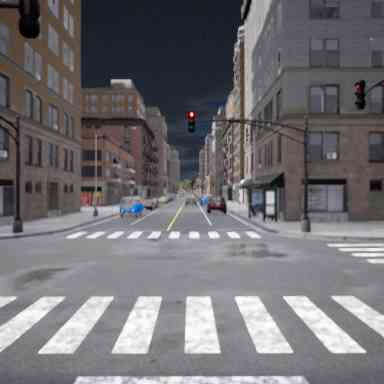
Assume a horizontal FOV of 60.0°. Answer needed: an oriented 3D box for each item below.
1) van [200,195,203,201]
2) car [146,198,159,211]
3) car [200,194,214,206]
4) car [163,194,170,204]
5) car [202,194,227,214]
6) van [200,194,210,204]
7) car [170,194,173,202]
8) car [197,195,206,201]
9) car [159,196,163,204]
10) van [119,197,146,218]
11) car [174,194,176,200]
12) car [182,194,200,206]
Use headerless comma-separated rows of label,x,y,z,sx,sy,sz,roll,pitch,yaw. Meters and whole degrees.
van,2.520,1.354,51.927,1.690,1.788,3.998,0,0,0
car,-5.538,1.577,41.086,1.947,1.339,4.313,0,0,0
car,2.497,1.329,57.334,2.192,1.841,5.009,0,0,0
car,-5.604,1.540,62.542,1.752,1.417,4.829,0,0,0
car,2.589,1.325,35.709,2.192,1.841,5.009,0,0,0
van,2.474,1.356,62.740,1.690,1.788,3.998,0,0,0
car,-5.622,1.567,68.117,2.008,1.369,4.403,0,0,0
car,2.382,1.459,84.364,1.967,1.590,4.097,0,0,0
car,-5.555,1.557,46.493,1.887,1.381,4.507,0,0,0
van,-5.505,1.350,30.274,1.690,1.788,3.998,0,0,0
car,-5.655,1.333,78.930,2.192,1.841,5.009,0,0,0
car,-0.129,1.505,55.410,2.128,1.511,4.902,0,0,1
